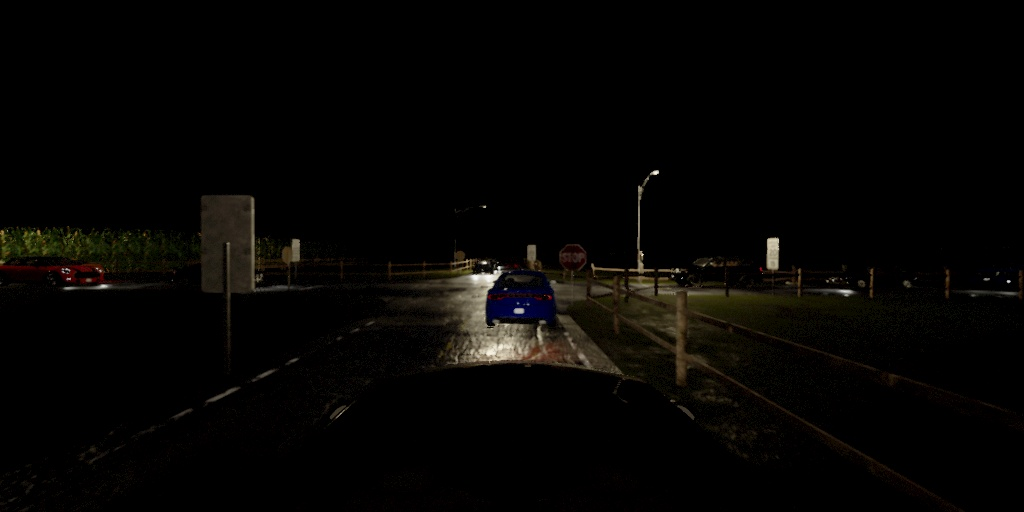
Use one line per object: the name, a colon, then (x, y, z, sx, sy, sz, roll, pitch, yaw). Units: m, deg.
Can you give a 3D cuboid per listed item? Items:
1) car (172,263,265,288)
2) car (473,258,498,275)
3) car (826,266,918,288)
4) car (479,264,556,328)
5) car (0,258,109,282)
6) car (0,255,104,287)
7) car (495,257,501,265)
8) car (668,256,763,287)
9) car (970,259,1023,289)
car: (-17.078, 1.080, 20.927, 4.674, 1.442, 1.812, 0, 0, 1)
car: (-2.856, 1.172, 36.955, 1.994, 1.385, 4.181, 0, 0, 1)
car: (23.502, 1.373, 23.502, 4.892, 1.490, 1.837, 1, 0, 1)
car: (0.366, 1.189, 11.292, 1.882, 1.535, 5.008, 0, 0, 4)
car: (-30.543, 0.905, 23.996, 5.008, 1.535, 1.882, 0, 0, 1)
car: (-27.010, 0.828, 21.022, 4.553, 1.767, 2.097, 0, 0, 1)
car: (-2.854, 1.071, 47.039, 1.837, 1.490, 4.892, 0, 0, 0)
car: (13.344, 1.001, 23.611, 5.566, 2.045, 2.150, 0, 0, 1)
car: (33.706, 1.183, 23.398, 5.566, 2.045, 2.150, 1, 0, 1)
